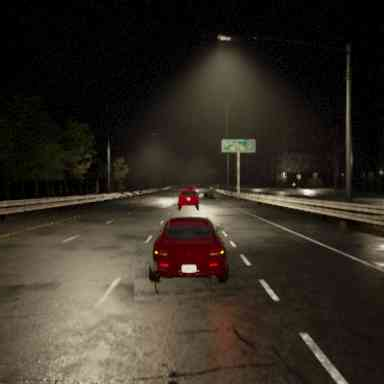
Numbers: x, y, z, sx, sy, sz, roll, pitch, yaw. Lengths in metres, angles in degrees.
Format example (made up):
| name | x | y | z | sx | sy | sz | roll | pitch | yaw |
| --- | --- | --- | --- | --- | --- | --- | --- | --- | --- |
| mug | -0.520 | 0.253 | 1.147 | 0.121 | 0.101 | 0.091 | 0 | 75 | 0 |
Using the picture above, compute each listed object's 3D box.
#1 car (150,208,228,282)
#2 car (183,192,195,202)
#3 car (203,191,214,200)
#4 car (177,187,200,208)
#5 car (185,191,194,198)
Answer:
| name | x | y | z | sx | sy | sz | roll | pitch | yaw |
| --- | --- | --- | --- | --- | --- | --- | --- | --- | --- |
| car | -0.083 | 1.410 | 9.268 | 1.812 | 1.442 | 4.674 | 0 | 1 | -1 |
| car | -0.476 | 0.797 | 53.271 | 1.837 | 1.490 | 4.892 | 0 | 1 | 0 |
| car | 3.087 | 0.613 | 62.703 | 1.882 | 1.535 | 5.008 | 0 | 1 | 0 |
| car | -0.357 | 0.772 | 35.308 | 2.150 | 2.045 | 5.566 | 0 | 1 | 0 |
| car | -0.530 | 0.553 | 71.295 | 1.994 | 1.385 | 4.181 | 0 | 1 | 0 |
